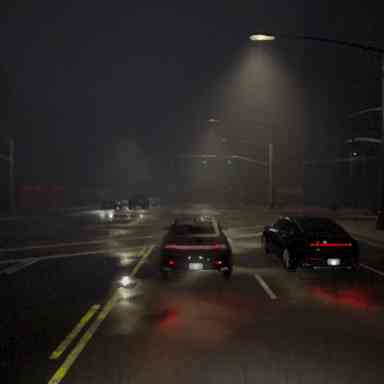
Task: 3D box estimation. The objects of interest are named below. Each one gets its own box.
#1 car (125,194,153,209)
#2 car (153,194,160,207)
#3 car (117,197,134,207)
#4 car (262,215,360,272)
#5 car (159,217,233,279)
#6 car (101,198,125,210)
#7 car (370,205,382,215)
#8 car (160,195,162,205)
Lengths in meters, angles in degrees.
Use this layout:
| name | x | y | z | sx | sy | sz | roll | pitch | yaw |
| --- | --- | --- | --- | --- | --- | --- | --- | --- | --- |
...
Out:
| name | x | y | z | sx | sy | sz | roll | pitch | yaw |
| --- | --- | --- | --- | --- | --- | --- | --- | --- | --- |
| car | -7.083 | 1.249 | 44.821 | 2.150 | 2.045 | 5.566 | 0 | 0 | 1 |
| car | -7.086 | 1.331 | 54.854 | 2.150 | 2.045 | 5.566 | 0 | -1 | 1 |
| car | -10.595 | 1.621 | 53.424 | 1.812 | 1.442 | 4.674 | 0 | -1 | 0 |
| car | 3.595 | 1.522 | 10.857 | 1.837 | 1.490 | 4.892 | 0 | 0 | 0 |
| car | 0.091 | 1.511 | 10.110 | 2.128 | 1.511 | 4.902 | 0 | 0 | 0 |
| car | -10.595 | 1.512 | 44.160 | 2.128 | 1.511 | 4.902 | 0 | 0 | 0 |
| car | 19.110 | 1.470 | 30.740 | 4.892 | 1.490 | 1.837 | 0 | 0 | 1 |
| car | -7.052 | 1.441 | 65.290 | 2.150 | 2.045 | 5.566 | 0 | -1 | 0 |
